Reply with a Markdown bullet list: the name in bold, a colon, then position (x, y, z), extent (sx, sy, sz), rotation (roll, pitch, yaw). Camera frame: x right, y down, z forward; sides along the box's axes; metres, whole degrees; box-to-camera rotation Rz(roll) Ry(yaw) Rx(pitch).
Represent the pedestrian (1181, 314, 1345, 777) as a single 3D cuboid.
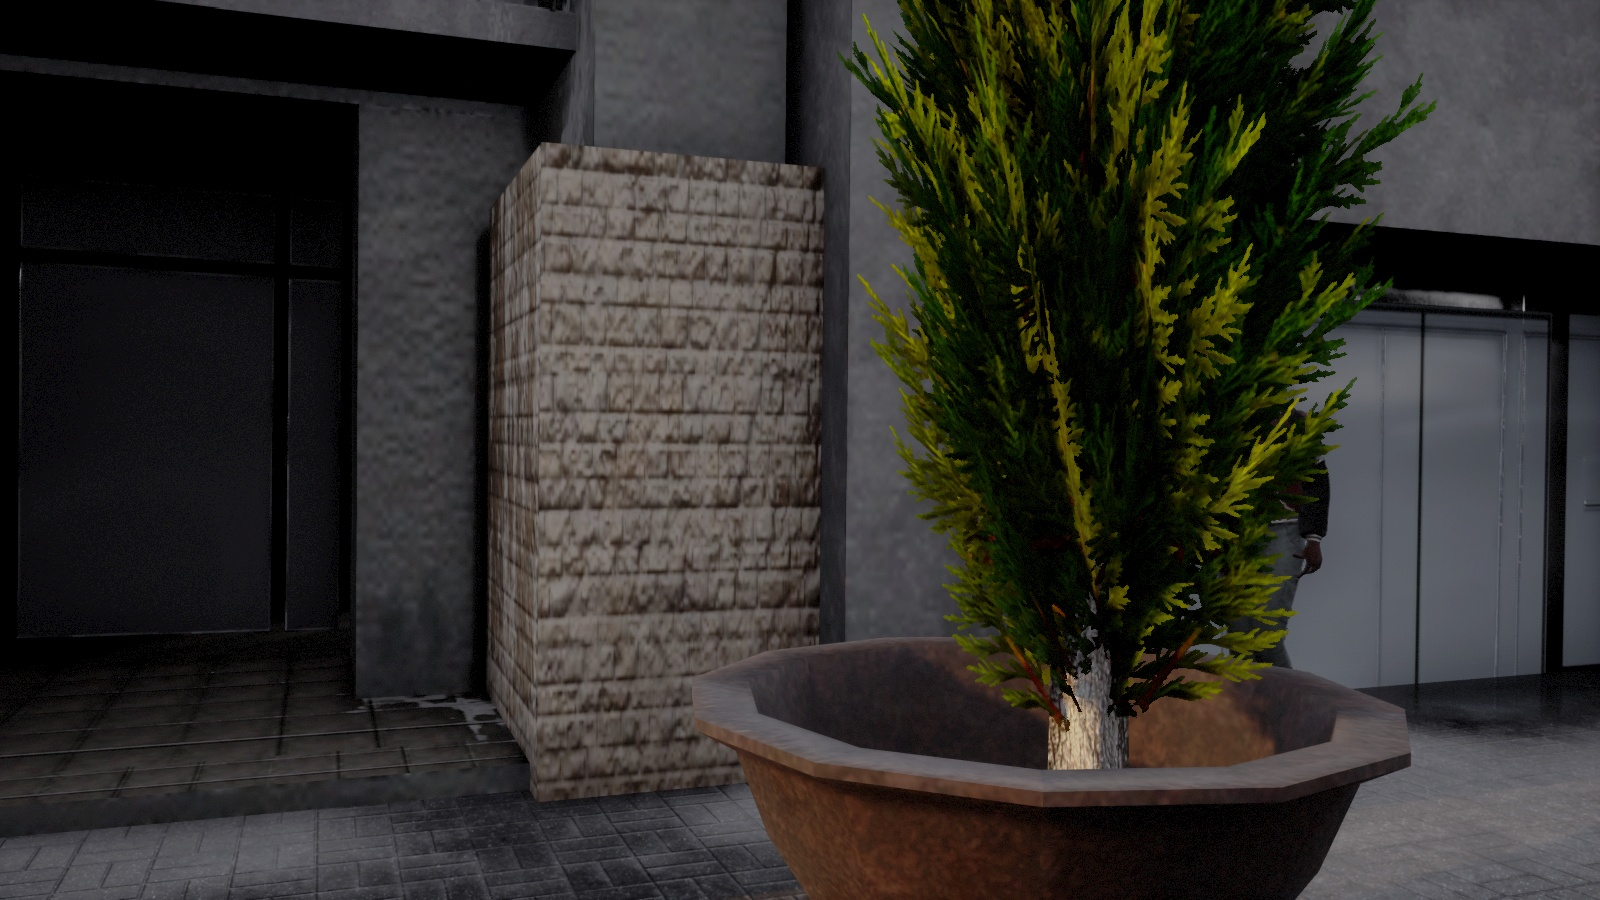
- **pedestrian**: position (2.068, 0.394, 5.594), extent (0.666, 1.930, 0.402), rotation (-1, 1, -40)
